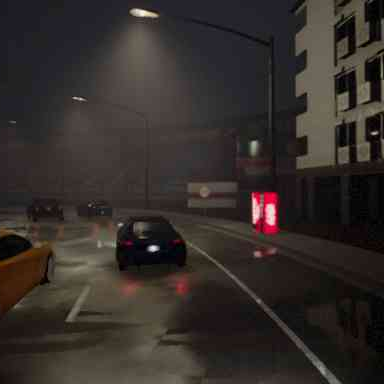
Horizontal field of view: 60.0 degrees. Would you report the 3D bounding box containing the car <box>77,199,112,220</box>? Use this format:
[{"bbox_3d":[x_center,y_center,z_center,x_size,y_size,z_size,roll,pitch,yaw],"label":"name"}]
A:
[{"bbox_3d":[-7.838,1.316,26.561,2.128,1.511,4.902,-1,1,-31],"label":"car"}]

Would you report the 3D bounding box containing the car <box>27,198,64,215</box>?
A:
[{"bbox_3d":[-11.391,1.230,25.639,2.097,1.767,4.553,-1,1,-32],"label":"car"}]

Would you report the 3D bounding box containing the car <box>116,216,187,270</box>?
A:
[{"bbox_3d":[-1.446,1.469,10.894,1.994,1.385,4.181,-1,1,-12],"label":"car"}]

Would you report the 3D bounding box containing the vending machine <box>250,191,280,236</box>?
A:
[{"bbox_3d":[3.493,0.988,15.927,1.100,2.100,0.880,-1,1,-17],"label":"vending machine"}]

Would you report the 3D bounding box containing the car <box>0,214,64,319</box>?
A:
[{"bbox_3d":[-4.109,1.463,6.270,1.882,1.535,5.008,-1,1,-7],"label":"car"}]
